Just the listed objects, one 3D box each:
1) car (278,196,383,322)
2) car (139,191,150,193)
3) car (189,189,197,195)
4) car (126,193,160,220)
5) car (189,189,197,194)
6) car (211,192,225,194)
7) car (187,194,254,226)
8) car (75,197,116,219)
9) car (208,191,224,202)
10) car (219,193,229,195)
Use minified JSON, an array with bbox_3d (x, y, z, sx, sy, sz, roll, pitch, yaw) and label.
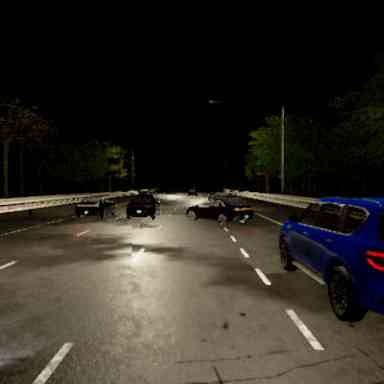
[{"bbox_3d":[3.504,1.096,7.099,2.150,2.045,5.566,0,1,0],"label":"car"},{"bbox_3d":[-6.795,0.670,47.960,1.837,1.490,4.892,0,1,0],"label":"car"},{"bbox_3d":[0.222,0.005,87.070,2.128,1.511,4.902,0,1,0],"label":"car"},{"bbox_3d":[-3.367,1.064,23.703,1.882,1.535,5.008,0,1,0],"label":"car"},{"bbox_3d":[0.192,0.202,77.374,1.994,1.385,4.181,0,1,0],"label":"car"},{"bbox_3d":[3.582,0.794,40.045,2.128,1.511,4.902,0,1,0],"label":"car"},{"bbox_3d":[1.590,1.134,20.502,2.128,1.511,4.902,-1,1,-37],"label":"car"},{"bbox_3d":[-6.866,1.072,24.083,2.128,1.511,4.902,0,1,0],"label":"car"},{"bbox_3d":[3.615,0.658,51.044,2.033,1.411,5.357,0,1,0],"label":"car"},{"bbox_3d":[3.550,1.057,29.048,1.994,1.385,4.181,0,1,0],"label":"car"}]
